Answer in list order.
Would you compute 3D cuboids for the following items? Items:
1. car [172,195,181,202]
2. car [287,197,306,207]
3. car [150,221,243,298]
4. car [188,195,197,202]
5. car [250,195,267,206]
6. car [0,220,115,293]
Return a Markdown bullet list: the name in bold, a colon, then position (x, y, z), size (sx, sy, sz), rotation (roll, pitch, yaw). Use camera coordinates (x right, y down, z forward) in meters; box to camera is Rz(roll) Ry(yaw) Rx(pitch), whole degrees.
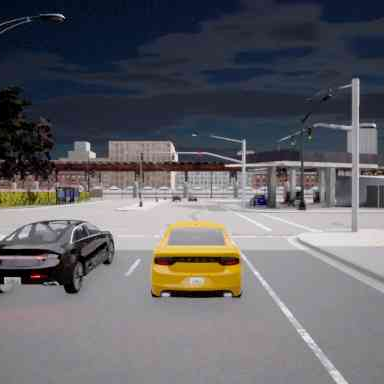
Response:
- **car**: position (-3.342, 1.386, 73.529), size (1.837, 1.490, 4.892), rotation (0, 0, 0)
- **car**: position (15.562, 1.425, 49.576), size (1.970, 1.475, 3.806), rotation (0, 0, 0)
- **car**: position (0.100, 1.468, 8.553), size (1.882, 1.535, 5.008), rotation (0, 0, 0)
- **car**: position (0.157, 1.446, 73.522), size (1.994, 1.385, 4.181), rotation (0, 0, 0)
- **car**: position (9.816, 1.253, 48.826), size (2.242, 1.667, 4.611), rotation (0, 0, 0)
- **car**: position (-3.399, 1.474, 8.770), size (2.128, 1.511, 4.902), rotation (0, 0, 0)
